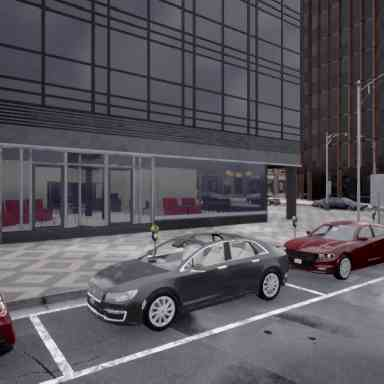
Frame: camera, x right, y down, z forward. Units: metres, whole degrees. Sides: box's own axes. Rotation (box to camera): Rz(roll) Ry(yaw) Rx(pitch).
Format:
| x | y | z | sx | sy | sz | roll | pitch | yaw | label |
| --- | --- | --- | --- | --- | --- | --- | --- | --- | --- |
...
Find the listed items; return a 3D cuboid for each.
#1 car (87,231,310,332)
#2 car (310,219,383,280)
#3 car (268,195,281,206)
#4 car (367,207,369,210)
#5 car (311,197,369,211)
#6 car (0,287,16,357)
| x | y | z | sx | sy | sz | roll | pitch | yaw | label |
| --- | --- | --- | --- | --- | --- | --- | --- | --- | --- |
| 0.135 | 1.551 | 6.750 | 4.403 | 1.369 | 2.008 | 0 | 0 | -36 | car |
| 4.575 | 1.545 | 9.922 | 4.507 | 1.381 | 1.887 | 0 | 0 | -36 | car |
| 9.009 | 0.961 | 42.166 | 1.837 | 1.490 | 4.892 | 0 | 1 | -36 | car |
| 9.016 | 1.441 | 13.094 | 4.097 | 1.590 | 1.967 | 0 | 0 | -36 | car |
| 14.941 | 1.203 | 33.803 | 2.033 | 1.411 | 5.357 | 0 | 1 | -41 | car |
| -4.306 | 1.440 | 3.578 | 4.097 | 1.590 | 1.967 | 0 | 0 | -36 | car |
